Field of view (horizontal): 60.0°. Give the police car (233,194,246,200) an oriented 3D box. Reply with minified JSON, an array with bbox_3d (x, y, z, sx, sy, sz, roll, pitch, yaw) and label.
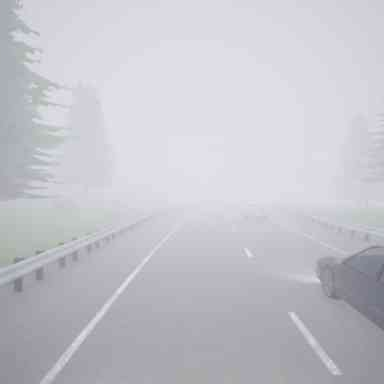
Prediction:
[{"bbox_3d":[11.570,1.263,82.869,1.930,1.638,5.238,0,0,17],"label":"police car"}]

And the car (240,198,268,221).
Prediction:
[{"bbox_3d":[5.029,1.475,26.792,1.812,1.442,4.674,0,0,6],"label":"car"}]

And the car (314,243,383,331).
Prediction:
[{"bbox_3d":[3.696,1.541,5.292,2.033,1.411,5.357,0,0,1],"label":"car"}]

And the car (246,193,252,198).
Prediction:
[{"bbox_3d":[14.631,1.347,92.247,1.812,1.442,4.674,0,0,19],"label":"car"}]
